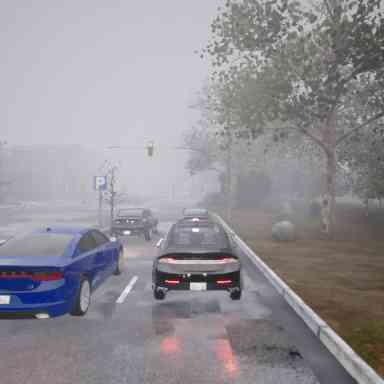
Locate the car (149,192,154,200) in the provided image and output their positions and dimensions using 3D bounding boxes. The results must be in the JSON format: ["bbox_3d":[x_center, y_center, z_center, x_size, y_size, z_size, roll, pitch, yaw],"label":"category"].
[{"bbox_3d":[-12.215,1.358,79.710,4.674,1.452,2.002,-1,0,-13],"label":"car"}]

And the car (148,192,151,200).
[{"bbox_3d":[-12.589,1.359,76.709,4.674,1.452,2.002,-1,0,-13],"label":"car"}]

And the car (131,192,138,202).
[{"bbox_3d":[-13.756,1.315,64.751,5.366,1.575,1.946,-1,0,-15],"label":"car"}]

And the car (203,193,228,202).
[{"bbox_3d":[4.712,1.141,67.311,4.553,1.767,2.185,1,0,-14],"label":"car"}]

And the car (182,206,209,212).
[{"bbox_3d":[0.184,1.530,17.879,1.837,1.490,4.892,0,0,0],"label":"car"}]

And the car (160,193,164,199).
[{"bbox_3d":[-10.943,1.064,88.697,5.566,2.045,2.435,-1,0,-12],"label":"car"}]

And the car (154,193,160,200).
[{"bbox_3d":[-11.396,1.357,85.692,4.674,1.452,2.002,-1,0,-12],"label":"car"}]

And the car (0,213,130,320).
[{"bbox_3d":[-2.886,1.487,7.534,1.882,1.535,5.008,0,0,0],"label":"car"}]

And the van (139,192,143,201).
[{"bbox_3d":[-13.193,1.092,70.743,4.442,1.987,1.878,-1,0,-14],"label":"van"}]

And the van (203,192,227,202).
[{"bbox_3d":[4.326,1.042,64.341,4.442,1.987,1.878,1,0,-14],"label":"van"}]

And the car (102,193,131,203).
[{"bbox_3d":[-14.403,1.358,61.759,4.792,1.488,2.163,-1,0,-15],"label":"car"}]

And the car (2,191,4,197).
[{"bbox_3d":[-31.130,0.136,52.639,2.002,1.452,4.674,6,-3,-19],"label":"car"}]

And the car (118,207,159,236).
[{"bbox_3d":[-2.826,1.530,16.965,1.837,1.490,4.892,0,0,1],"label":"car"}]

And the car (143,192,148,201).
[{"bbox_3d":[-12.963,1.321,73.714,4.892,1.521,2.231,-1,0,-14],"label":"car"}]

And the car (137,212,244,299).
[{"bbox_3d":[0.117,1.503,8.467,2.128,1.511,4.902,0,0,0],"label":"car"}]

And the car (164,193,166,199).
[{"bbox_3d":[-10.519,1.315,91.676,5.008,1.535,2.097,-1,0,-12],"label":"car"}]
